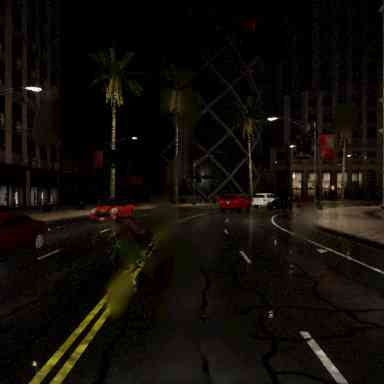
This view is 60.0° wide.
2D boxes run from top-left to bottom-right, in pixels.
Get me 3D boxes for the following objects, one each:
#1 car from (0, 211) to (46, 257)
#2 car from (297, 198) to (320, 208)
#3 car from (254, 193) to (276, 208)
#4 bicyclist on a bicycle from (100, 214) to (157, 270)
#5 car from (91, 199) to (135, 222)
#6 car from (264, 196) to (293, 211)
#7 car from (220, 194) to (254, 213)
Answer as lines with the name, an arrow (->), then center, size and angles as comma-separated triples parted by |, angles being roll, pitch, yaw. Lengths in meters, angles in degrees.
car -> -6.919, 1.477, 11.510 | 1.882, 1.535, 5.008 | 0, 0, 1
car -> 16.555, 1.564, 46.944 | 4.181, 1.385, 1.994 | 0, 0, -43
car -> 10.486, 1.221, 45.966 | 2.150, 2.045, 5.566 | 0, 0, 42
bicyclist on a bicycle -> -1.840, 1.455, 9.545 | 1.656, 1.620, 0.582 | -2, 0, 1
car -> -6.111, 1.351, 26.068 | 2.097, 1.767, 4.553 | 0, 0, 9
car -> 10.683, 1.526, 40.079 | 1.812, 1.442, 4.674 | 0, 0, 32
car -> 4.866, 1.221, 36.984 | 2.150, 2.045, 5.566 | 0, 0, 25
